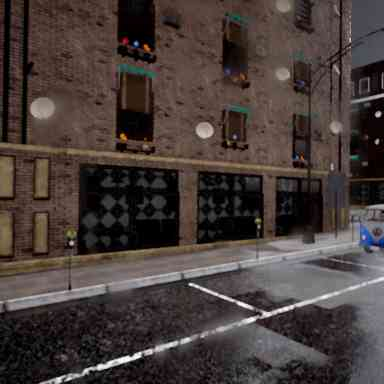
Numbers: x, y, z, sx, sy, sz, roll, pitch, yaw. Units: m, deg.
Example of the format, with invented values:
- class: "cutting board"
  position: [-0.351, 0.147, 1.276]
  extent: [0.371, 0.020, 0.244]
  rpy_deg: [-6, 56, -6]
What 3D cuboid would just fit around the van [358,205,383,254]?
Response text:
- class: "van"
  position: [7.722, 1.338, 12.147]
  extent: [3.998, 1.788, 1.690]
  rpy_deg: [0, 1, -35]
